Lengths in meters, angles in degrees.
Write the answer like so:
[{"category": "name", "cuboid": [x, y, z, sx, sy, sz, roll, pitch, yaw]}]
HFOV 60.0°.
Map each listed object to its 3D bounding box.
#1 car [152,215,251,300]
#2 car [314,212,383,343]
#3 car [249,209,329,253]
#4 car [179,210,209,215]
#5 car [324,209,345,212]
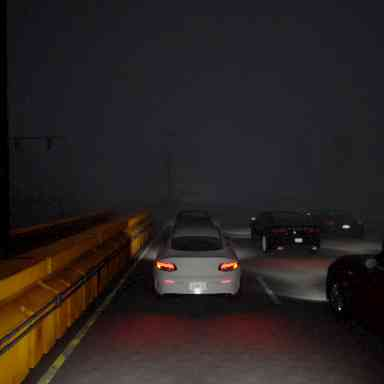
[{"category": "car", "cuboid": [0.094, 1.526, 8.284, 1.812, 1.442, 4.674, 0, 0, 0]}, {"category": "car", "cuboid": [3.594, 1.352, 4.507, 2.097, 1.767, 4.553, 0, 0, 0]}, {"category": "car", "cuboid": [3.591, 1.478, 13.679, 1.882, 1.535, 5.008, 0, 0, 0]}, {"category": "car", "cuboid": [0.088, 1.601, 17.406, 1.895, 1.301, 4.718, 0, 0, 0]}, {"category": "car", "cuboid": [7.088, 1.564, 17.294, 1.994, 1.385, 4.181, 0, 0, 0]}]
